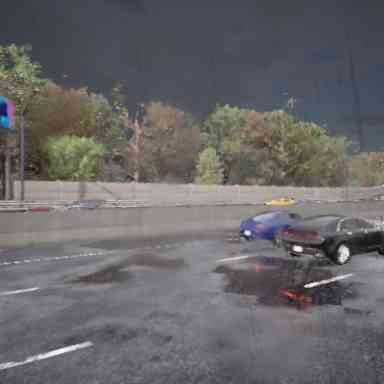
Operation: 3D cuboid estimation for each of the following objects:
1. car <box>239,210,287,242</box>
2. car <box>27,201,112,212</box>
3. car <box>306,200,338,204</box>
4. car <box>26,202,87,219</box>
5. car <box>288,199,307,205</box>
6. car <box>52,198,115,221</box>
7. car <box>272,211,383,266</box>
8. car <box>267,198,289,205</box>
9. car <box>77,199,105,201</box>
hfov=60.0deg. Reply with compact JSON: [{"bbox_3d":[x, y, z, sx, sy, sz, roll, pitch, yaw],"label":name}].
[{"bbox_3d":[4.228,1.564,15.365,4.674,1.442,1.812,0,0,-36],"label":"car"},{"bbox_3d":[-7.429,1.506,20.189,4.902,1.511,2.128,0,0,-35],"label":"car"},{"bbox_3d":[17.003,1.754,41.873,4.718,1.301,1.895,0,0,-35],"label":"car"},{"bbox_3d":[-12.098,1.619,29.756,4.718,1.301,1.895,0,0,-35],"label":"car"},{"bbox_3d":[15.611,1.720,45.175,4.181,1.385,1.994,0,0,-35],"label":"car"},{"bbox_3d":[-9.014,1.375,27.654,4.553,1.767,2.097,0,0,-35],"label":"car"},{"bbox_3d":[5.286,1.540,11.818,4.892,1.490,1.837,0,0,-36],"label":"car"},{"bbox_3d":[12.781,1.629,47.474,5.008,1.535,1.882,0,0,-35],"label":"car"},{"bbox_3d":[-8.115,1.511,23.997,4.902,1.511,2.128,0,0,-35],"label":"car"}]
